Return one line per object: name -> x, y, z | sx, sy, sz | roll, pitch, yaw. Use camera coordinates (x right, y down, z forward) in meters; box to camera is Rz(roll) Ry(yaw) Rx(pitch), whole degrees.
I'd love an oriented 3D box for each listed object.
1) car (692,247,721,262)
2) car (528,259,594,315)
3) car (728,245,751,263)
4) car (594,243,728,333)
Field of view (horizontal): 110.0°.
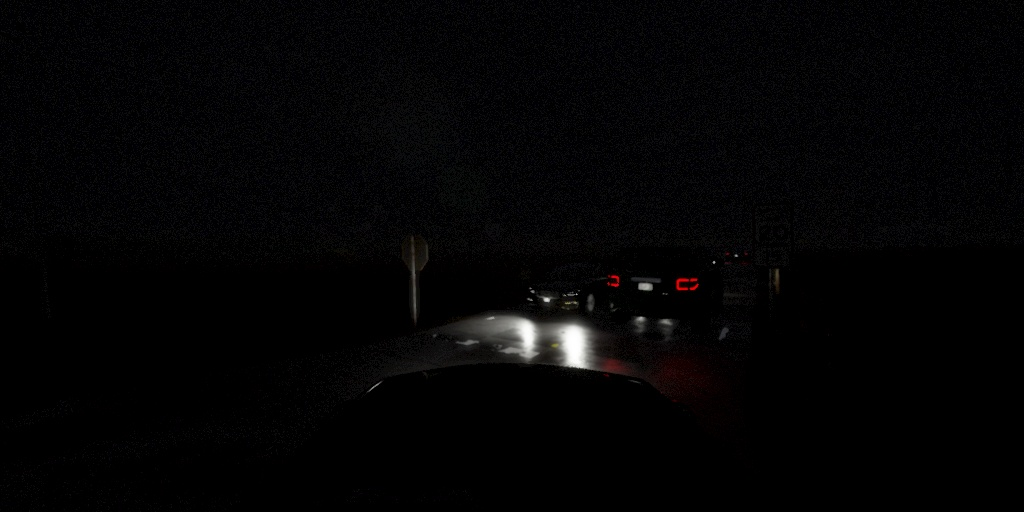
car -> 20.742, -0.233, 38.134 | 2.033, 1.411, 5.357 | 1, 2, 36
car -> 2.361, 0.891, 11.982 | 1.837, 1.490, 4.892 | 1, 3, 35
car -> 22.124, -0.127, 35.163 | 1.994, 1.385, 4.181 | 1, 2, 35
car -> 4.419, 0.657, 9.945 | 2.150, 2.045, 5.566 | 1, 3, 35
